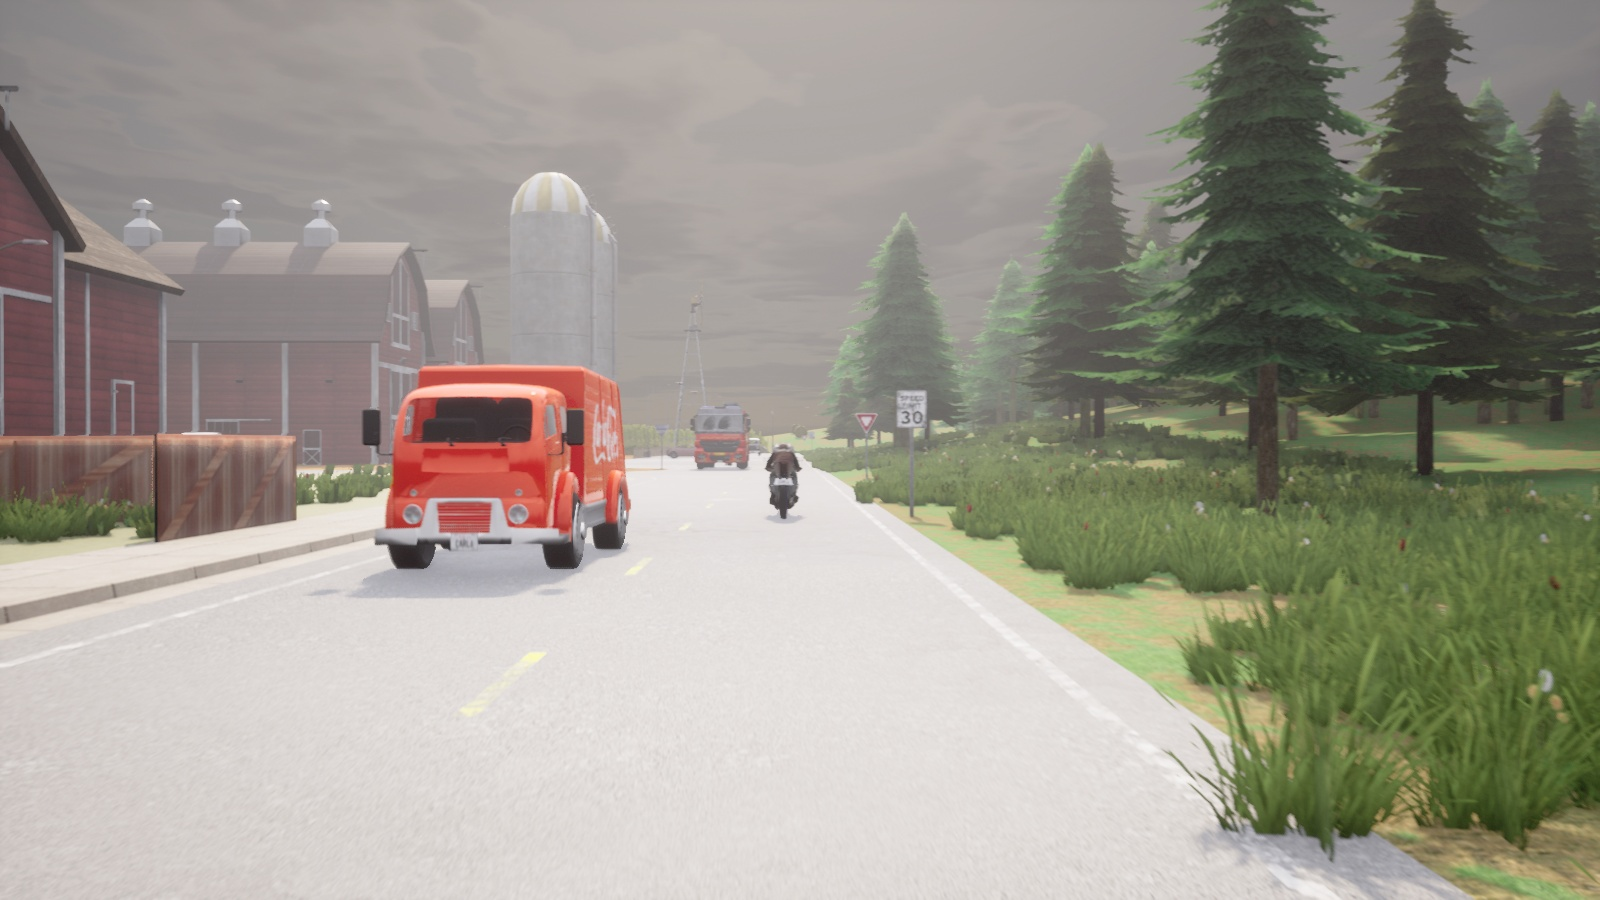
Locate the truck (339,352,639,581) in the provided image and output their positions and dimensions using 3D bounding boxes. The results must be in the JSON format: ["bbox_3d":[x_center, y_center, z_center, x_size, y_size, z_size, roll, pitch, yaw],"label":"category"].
[{"bbox_3d":[-3.696,0.165,16.185,2.627,2.467,5.204,0,0,-1],"label":"truck"}]

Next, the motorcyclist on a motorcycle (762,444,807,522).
[{"bbox_3d":[-0.315,0.635,25.618,0.866,1.530,2.191,0,0,-1],"label":"motorcyclist on a motorcycle"}]

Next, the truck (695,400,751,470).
[{"bbox_3d":[-4.411,-0.839,73.363,2.891,3.827,8.468,0,0,-1],"label":"truck"}]
